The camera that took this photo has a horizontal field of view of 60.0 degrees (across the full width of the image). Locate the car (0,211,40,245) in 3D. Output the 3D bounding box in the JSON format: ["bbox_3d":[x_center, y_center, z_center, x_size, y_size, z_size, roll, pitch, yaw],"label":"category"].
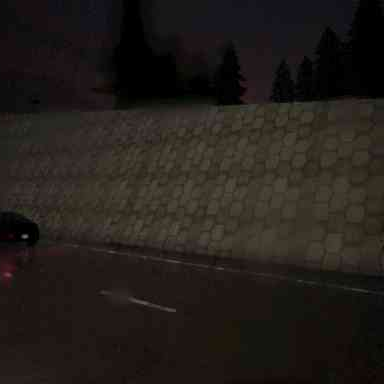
[{"bbox_3d":[-8.269,1.530,14.066,4.674,1.442,1.812,0,0,36],"label":"car"}]
